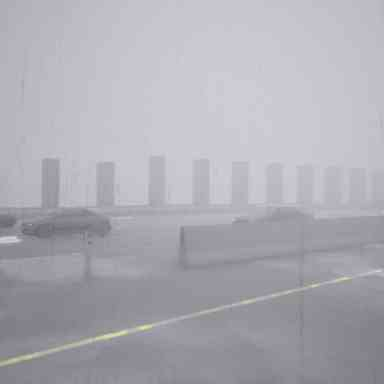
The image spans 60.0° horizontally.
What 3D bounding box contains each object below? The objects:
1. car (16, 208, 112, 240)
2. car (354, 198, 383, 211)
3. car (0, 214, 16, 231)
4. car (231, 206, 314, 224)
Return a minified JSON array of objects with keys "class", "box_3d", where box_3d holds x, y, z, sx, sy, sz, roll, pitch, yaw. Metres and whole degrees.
[{"class":"car","box_3d":[-6.177,1.485,16.617,4.181,1.385,1.994,0,0,-34]},{"class":"car","box_3d":[22.026,1.525,40.811,4.902,1.511,2.128,0,0,-27]},{"class":"car","box_3d":[-11.738,1.487,17.056,4.718,1.301,1.895,0,0,-35]},{"class":"car","box_3d":[4.915,1.529,19.555,5.357,1.411,2.033,0,0,-31]}]
